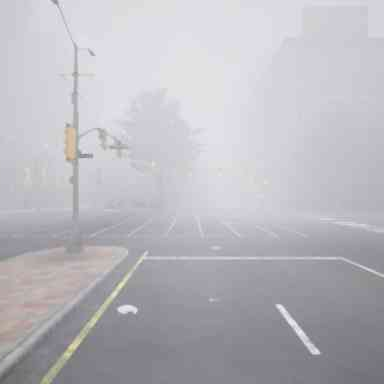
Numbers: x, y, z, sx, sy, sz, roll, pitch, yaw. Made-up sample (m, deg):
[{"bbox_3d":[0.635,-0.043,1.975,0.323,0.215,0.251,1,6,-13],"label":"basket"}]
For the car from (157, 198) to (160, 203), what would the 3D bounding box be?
[{"bbox_3d":[-7.980,1.935,71.158,1.837,1.490,4.892,0,0,0],"label":"car"}]

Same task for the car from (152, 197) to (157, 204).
[{"bbox_3d":[-8.001,1.898,60.828,1.812,1.442,4.674,0,0,1],"label":"car"}]

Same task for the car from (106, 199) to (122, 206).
[{"bbox_3d":[-14.732,1.979,62.791,1.895,1.301,4.718,0,0,0],"label":"car"}]

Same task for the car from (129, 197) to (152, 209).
[{"bbox_3d":[-8.057,1.884,52.311,1.994,1.385,4.181,0,0,1],"label":"car"}]

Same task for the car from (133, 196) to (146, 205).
[{"bbox_3d":[-11.480,1.801,72.925,2.097,1.767,4.553,0,0,0],"label":"car"}]

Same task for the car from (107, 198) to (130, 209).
[{"bbox_3d":[-11.554,1.816,52.992,2.128,1.511,4.902,0,0,0],"label":"car"}]

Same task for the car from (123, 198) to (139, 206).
[{"bbox_3d":[-11.482,1.876,62.913,2.128,1.511,4.902,0,0,0],"label":"car"}]
